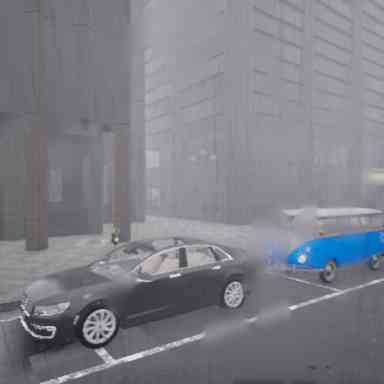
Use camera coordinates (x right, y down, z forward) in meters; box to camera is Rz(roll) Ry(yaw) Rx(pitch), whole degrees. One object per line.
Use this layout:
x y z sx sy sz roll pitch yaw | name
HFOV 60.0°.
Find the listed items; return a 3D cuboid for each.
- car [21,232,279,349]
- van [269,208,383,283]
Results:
-0.694 1.556 6.153 4.403 1.369 2.008 0 0 -35 | car
3.901 1.358 9.420 3.998 1.788 1.690 0 0 -35 | van
